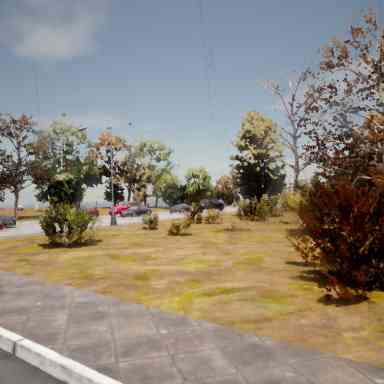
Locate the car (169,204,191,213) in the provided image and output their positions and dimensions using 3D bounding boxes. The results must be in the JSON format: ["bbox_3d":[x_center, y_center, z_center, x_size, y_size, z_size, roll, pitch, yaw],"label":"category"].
[{"bbox_3d":[-1.754,2.578,51.596,1.994,1.385,4.181,-3,-2,33],"label":"car"}]

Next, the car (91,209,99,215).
[{"bbox_3d":[-12.117,2.385,35.172,1.882,1.535,5.008,-3,-2,33],"label":"car"}]

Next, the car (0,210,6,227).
[{"bbox_3d":[-19.736,2.528,29.849,1.882,1.535,5.008,-3,-2,35],"label":"car"}]

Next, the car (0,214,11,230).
[{"bbox_3d":[-15.522,2.280,23.289,1.994,1.385,4.181,-3,-2,35],"label":"car"}]

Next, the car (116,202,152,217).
[{"bbox_3d":[-7.114,2.474,43.101,1.812,1.442,4.674,-3,-2,32],"label":"car"}]

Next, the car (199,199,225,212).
[{"bbox_3d":[3.142,2.098,52.585,2.150,2.045,5.566,-3,-2,32],"label":"car"}]

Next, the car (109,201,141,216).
[{"bbox_3d":[-9.100,2.342,46.542,2.150,2.045,5.566,-3,-2,32],"label":"car"}]

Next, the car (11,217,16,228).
[{"bbox_3d":[-16.988,2.453,27.684,1.994,1.385,4.181,-3,-2,34],"label":"car"}]
